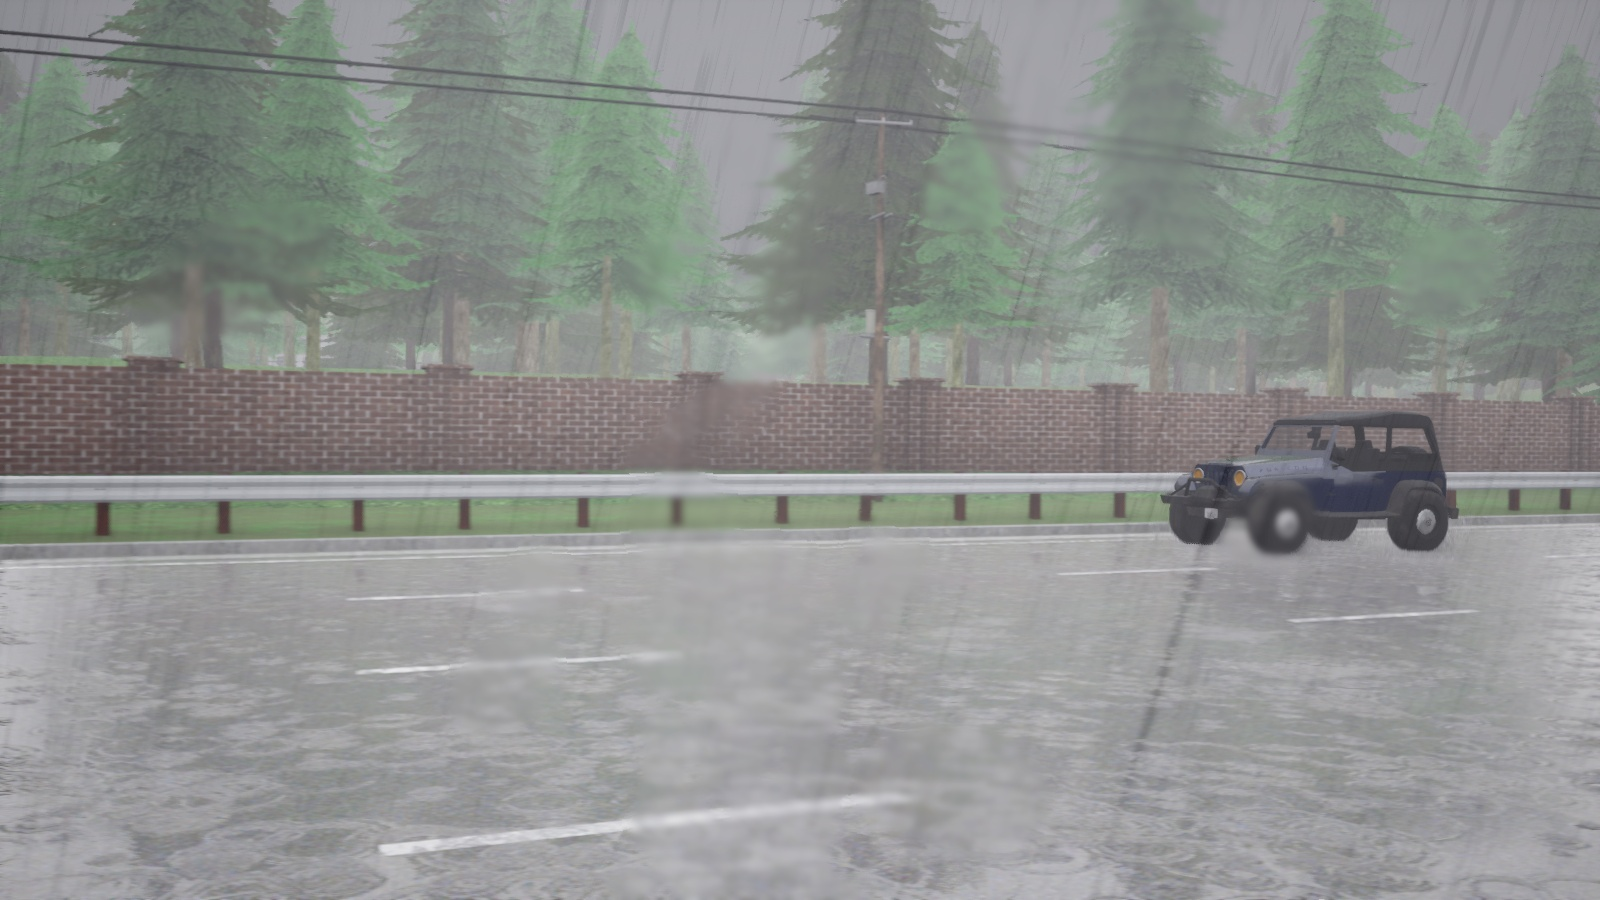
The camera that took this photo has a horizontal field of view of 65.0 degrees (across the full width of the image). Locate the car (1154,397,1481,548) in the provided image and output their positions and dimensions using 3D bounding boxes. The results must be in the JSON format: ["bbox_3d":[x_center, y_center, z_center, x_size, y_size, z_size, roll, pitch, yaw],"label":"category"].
[{"bbox_3d":[7.037,0.239,17.139,3.866,1.878,1.905,-1,1,-21],"label":"car"}]
